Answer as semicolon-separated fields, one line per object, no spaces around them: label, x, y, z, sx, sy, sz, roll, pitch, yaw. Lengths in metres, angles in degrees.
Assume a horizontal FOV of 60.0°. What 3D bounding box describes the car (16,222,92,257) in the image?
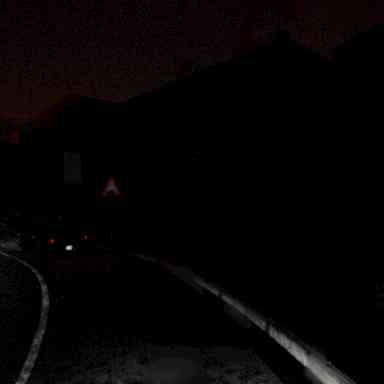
car;-6.239;1.970;14.654;1.895;1.301;4.718;-1;-2;-40
